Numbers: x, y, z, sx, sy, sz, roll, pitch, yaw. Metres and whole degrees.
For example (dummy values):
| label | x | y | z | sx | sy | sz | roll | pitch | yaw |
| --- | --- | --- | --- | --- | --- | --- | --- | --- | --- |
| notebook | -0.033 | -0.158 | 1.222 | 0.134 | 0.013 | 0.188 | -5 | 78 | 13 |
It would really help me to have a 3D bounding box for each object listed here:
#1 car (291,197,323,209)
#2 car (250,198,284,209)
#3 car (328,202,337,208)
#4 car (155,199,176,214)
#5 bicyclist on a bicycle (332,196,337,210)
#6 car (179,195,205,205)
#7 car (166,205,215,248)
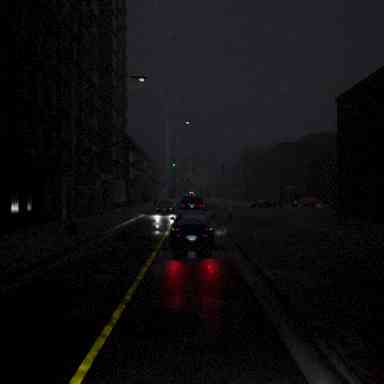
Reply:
| label | x | y | z | sx | sy | sz | roll | pitch | yaw |
| --- | --- | --- | --- | --- | --- | --- | --- | --- | --- |
| car | 15.832 | 1.469 | 46.129 | 4.097 | 1.590 | 1.967 | 0 | 0 | 0 |
| car | 10.369 | 1.579 | 46.133 | 4.507 | 1.381 | 1.887 | 0 | 0 | 0 |
| car | 21.297 | 1.569 | 46.123 | 4.507 | 1.381 | 1.887 | 0 | 0 | 0 |
| car | -2.750 | 1.581 | 35.652 | 1.837 | 1.490 | 4.892 | 0 | 0 | 0 |
| bicyclist on a bicycle | 17.379 | 1.328 | 40.483 | 0.582 | 1.620 | 1.656 | 0 | 0 | 0 |
| car | 0.000 | 1.266 | 29.682 | 2.150 | 2.045 | 5.566 | 0 | 0 | 0 |
| car | 0.000 | 1.532 | 14.650 | 1.812 | 1.442 | 4.674 | 0 | 0 | 0 |
